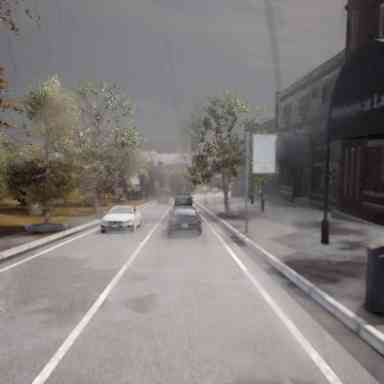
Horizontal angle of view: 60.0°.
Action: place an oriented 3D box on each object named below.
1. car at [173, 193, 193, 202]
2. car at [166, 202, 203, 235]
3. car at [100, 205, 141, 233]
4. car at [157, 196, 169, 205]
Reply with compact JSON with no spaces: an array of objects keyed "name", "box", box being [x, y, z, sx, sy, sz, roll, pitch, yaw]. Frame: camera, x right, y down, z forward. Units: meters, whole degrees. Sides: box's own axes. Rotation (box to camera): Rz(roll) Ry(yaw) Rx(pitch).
[{"name":"car","box":[-1.004,1.191,39.425,2.150,2.045,5.566,0,0,-2]},{"name":"car","box":[-0.405,1.509,18.810,1.812,1.442,4.674,0,0,-2]},{"name":"car","box":[-4.132,1.526,19.871,1.812,1.442,4.674,0,0,-2]},{"name":"car","box":[-5.248,1.478,60.187,1.837,1.490,4.892,0,0,-1]}]
